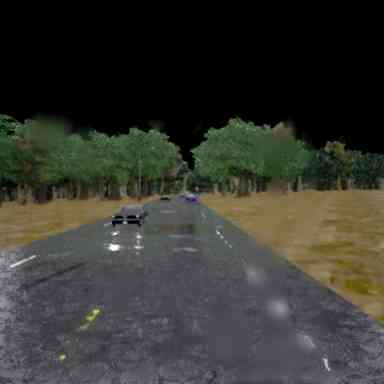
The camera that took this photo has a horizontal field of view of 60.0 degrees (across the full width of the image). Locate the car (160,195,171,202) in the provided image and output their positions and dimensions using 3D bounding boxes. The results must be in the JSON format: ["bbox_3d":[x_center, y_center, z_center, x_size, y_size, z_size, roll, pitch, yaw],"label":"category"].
[{"bbox_3d":[-5.045,1.190,63.789,1.895,1.301,4.718,0,1,-1],"label":"car"}]

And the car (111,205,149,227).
[{"bbox_3d":[-4.055,1.535,22.143,1.895,1.301,4.718,0,0,-1],"label":"car"}]

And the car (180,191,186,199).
[{"bbox_3d":[-1.850,0.874,78.865,1.895,1.301,4.718,0,1,1],"label":"car"}]

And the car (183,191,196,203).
[{"bbox_3d":[-0.210,1.104,60.024,1.882,1.535,5.008,0,1,-1],"label":"car"}]
